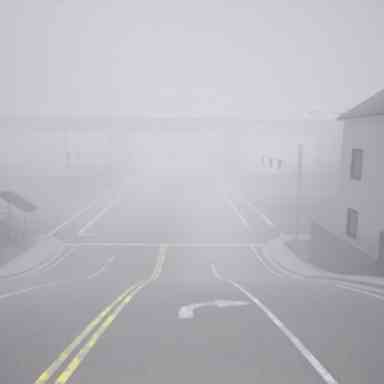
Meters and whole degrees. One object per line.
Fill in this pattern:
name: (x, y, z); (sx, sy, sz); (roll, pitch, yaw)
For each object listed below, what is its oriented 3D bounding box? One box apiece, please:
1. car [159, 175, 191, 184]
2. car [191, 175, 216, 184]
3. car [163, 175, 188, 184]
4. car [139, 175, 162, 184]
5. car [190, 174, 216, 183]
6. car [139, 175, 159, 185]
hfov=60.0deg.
car: (-3.198, -2.320, 63.217); (4.974, 1.542, 2.038); (-6, 11, -36)
car: (2.168, -2.433, 64.003); (4.974, 1.542, 2.038); (5, 10, 28)
car: (-3.156, -2.481, 63.224); (4.536, 1.218, 1.853); (-6, 11, -36)
car: (-7.844, -2.487, 63.213); (4.536, 1.218, 1.853); (8, 12, 43)
car: (2.123, -2.592, 64.003); (4.536, 1.218, 1.853); (5, 10, 28)
car: (-7.806, -2.326, 63.202); (4.974, 1.542, 2.038); (8, 12, 43)
